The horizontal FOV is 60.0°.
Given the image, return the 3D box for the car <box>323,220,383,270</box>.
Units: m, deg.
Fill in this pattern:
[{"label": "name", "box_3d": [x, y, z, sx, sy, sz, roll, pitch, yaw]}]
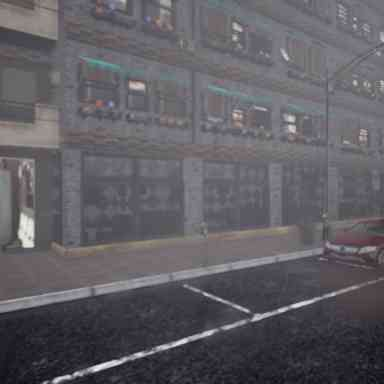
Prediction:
[{"label": "car", "box_3d": [6.073, 1.580, 10.894, 4.206, 1.307, 1.802, 0, 0, -35]}]
